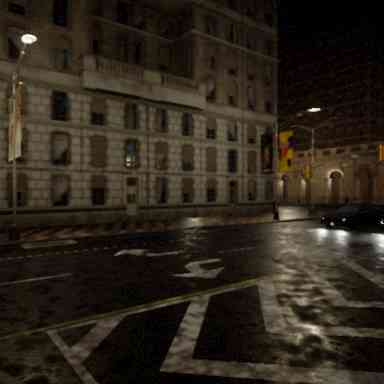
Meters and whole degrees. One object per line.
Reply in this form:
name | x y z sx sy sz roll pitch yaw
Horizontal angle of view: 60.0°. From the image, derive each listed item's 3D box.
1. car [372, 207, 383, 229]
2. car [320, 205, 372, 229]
car | 12.645 1.525 18.765 5.357 1.411 2.033 0 0 -36
car | 10.572 1.533 21.585 5.357 1.411 2.033 0 0 -36
